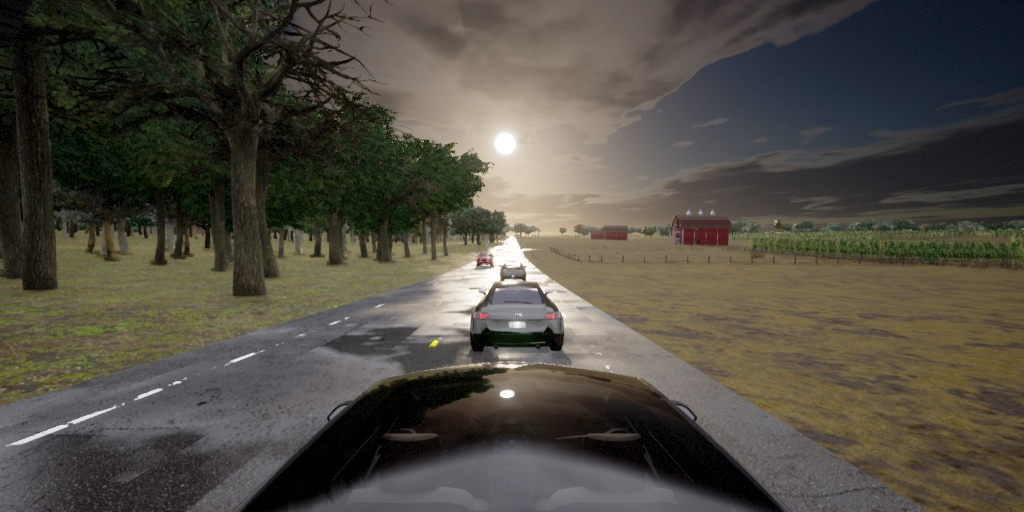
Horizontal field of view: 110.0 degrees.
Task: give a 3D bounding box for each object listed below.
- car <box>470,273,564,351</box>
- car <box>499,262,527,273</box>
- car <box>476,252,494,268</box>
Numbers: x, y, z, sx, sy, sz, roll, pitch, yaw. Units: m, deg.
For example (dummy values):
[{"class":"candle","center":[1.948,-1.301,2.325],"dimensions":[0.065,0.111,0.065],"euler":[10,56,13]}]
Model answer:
[{"class":"car","center":[0.093,1.304,8.972],"dimensions":[1.994,1.385,4.181],"euler":[0,0,0]},{"class":"car","center":[0.074,1.156,26.659],"dimensions":[2.128,1.511,4.902],"euler":[0,1,0]},{"class":"car","center":[-3.629,0.458,49.360],"dimensions":[2.150,2.045,5.566],"euler":[0,2,0]}]
